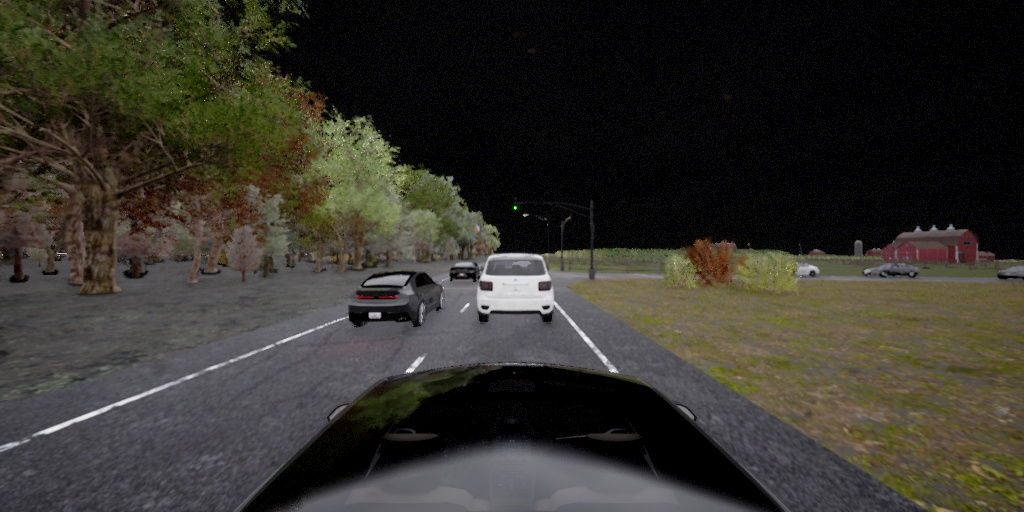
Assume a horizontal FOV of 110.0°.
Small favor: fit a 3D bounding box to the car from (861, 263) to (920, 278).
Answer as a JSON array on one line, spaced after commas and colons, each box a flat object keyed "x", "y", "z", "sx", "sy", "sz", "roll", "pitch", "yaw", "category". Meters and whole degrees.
[{"x": 39.568, "y": 1.505, "z": 37.549, "sx": 4.902, "sy": 1.511, "sz": 2.128, "roll": 1, "pitch": -1, "yaw": 0, "category": "car"}]

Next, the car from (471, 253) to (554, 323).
[{"x": 0.100, "y": 0.913, "z": 12.008, "sx": 2.150, "sy": 2.045, "sz": 5.566, "roll": 0, "pitch": 1, "yaw": 0, "category": "car"}]

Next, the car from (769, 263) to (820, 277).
[{"x": 29.521, "y": 1.429, "z": 37.609, "sx": 4.674, "sy": 1.442, "sz": 1.812, "roll": 1, "pitch": -1, "yaw": 0, "category": "car"}]

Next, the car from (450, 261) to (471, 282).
[{"x": -3.400, "y": 1.075, "z": 26.792, "sx": 1.882, "sy": 1.535, "sz": 5.008, "roll": 0, "pitch": 1, "yaw": 0, "category": "car"}]

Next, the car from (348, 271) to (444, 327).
[{"x": -3.399, "y": 1.197, "z": 11.302, "sx": 1.837, "sy": 1.490, "sz": 4.892, "roll": 0, "pitch": 1, "yaw": 0, "category": "car"}]

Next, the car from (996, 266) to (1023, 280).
[{"x": 48.931, "y": 1.643, "z": 33.919, "sx": 4.181, "sy": 1.385, "sz": 1.994, "roll": 1, "pitch": -1, "yaw": 0, "category": "car"}]

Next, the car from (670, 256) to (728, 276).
[{"x": 19.555, "y": 1.016, "z": 37.652, "sx": 5.566, "sy": 2.045, "sz": 2.150, "roll": 1, "pitch": -1, "yaw": 0, "category": "car"}]
